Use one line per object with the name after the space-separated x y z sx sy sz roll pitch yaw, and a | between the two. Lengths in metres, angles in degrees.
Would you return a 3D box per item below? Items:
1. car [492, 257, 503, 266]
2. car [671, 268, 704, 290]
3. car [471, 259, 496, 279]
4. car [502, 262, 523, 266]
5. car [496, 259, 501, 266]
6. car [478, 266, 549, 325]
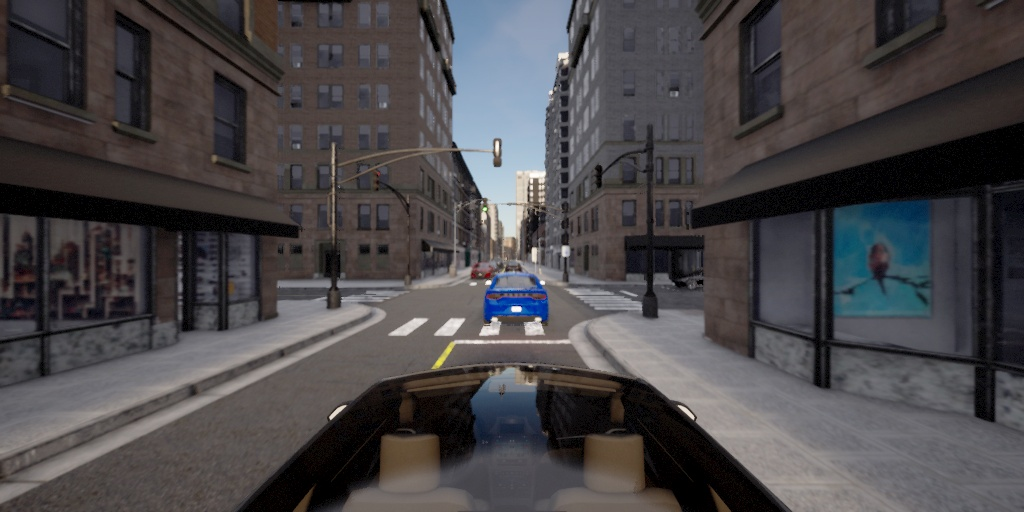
-2.670 1.263 62.514 2.150 2.045 5.566 0 0 1 | car
12.400 1.399 22.702 4.313 1.339 1.948 0 0 0 | car
-2.796 1.367 34.163 1.882 1.535 5.008 0 0 0 | car
0.163 1.424 40.332 1.837 1.490 4.892 0 0 0 | car
-2.755 1.482 47.432 1.812 1.442 4.674 0 0 0 | car
0.119 1.271 11.988 1.882 1.535 5.008 0 0 0 | car
